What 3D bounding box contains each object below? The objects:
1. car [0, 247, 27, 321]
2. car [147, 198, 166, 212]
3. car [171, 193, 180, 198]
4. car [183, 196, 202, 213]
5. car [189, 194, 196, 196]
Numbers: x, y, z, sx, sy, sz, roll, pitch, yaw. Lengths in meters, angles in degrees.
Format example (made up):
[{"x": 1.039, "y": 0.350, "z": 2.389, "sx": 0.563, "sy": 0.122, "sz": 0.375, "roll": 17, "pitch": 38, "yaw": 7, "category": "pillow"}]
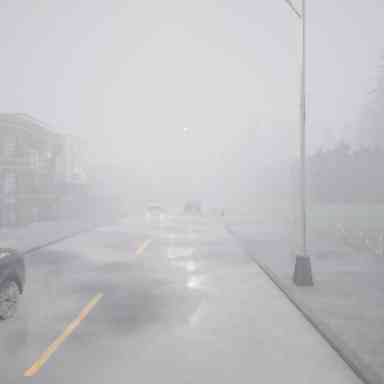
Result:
[{"x": -4.095, "y": 1.492, "z": 4.443, "sx": 2.128, "sy": 1.511, "sz": 4.902, "roll": 0, "pitch": 0, "yaw": 0, "category": "car"}, {"x": -4.071, "y": 1.488, "z": 38.617, "sx": 1.882, "sy": 1.535, "sz": 5.008, "roll": 0, "pitch": 0, "yaw": 0, "category": "car"}, {"x": -4.000, "y": 0.992, "z": 79.611, "sx": 2.097, "sy": 1.767, "sz": 4.553, "roll": 0, "pitch": 0, "yaw": 0, "category": "car"}, {"x": 0.094, "y": 1.513, "z": 36.351, "sx": 1.837, "sy": 1.490, "sz": 4.892, "roll": 0, "pitch": 0, "yaw": 0, "category": "car"}, {"x": 0.092, "y": 1.370, "z": 65.332, "sx": 2.097, "sy": 1.767, "sz": 4.553, "roll": 0, "pitch": 0, "yaw": 0, "category": "car"}]
